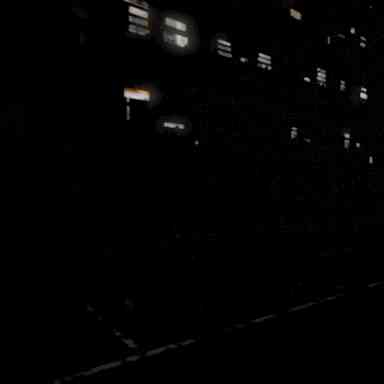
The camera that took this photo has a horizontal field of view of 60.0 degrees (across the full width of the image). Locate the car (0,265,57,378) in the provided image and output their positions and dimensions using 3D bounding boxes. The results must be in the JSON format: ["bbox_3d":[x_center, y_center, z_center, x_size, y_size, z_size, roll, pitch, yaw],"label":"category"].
[{"bbox_3d":[-3.862,1.556,3.820,4.313,1.339,1.947,1,-1,-35],"label":"car"}]

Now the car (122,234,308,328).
[{"bbox_3d":[0.683,1.612,7.058,4.313,1.339,1.947,1,-1,-35],"label":"car"}]
